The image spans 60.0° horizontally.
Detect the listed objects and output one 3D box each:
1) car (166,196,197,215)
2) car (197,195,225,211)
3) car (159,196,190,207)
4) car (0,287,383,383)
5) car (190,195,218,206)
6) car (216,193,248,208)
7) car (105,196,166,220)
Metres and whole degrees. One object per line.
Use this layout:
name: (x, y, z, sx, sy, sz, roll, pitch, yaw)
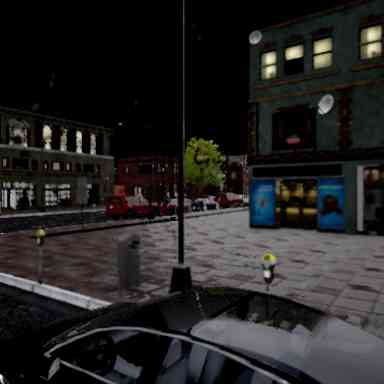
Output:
car: (-1.705, 1.290, 32.084, 1.967, 1.590, 4.097, 1, 1, 34)
car: (1.432, 1.334, 36.657, 2.008, 1.369, 4.403, 1, 1, 34)
car: (-2.347, 1.267, 45.959, 1.947, 1.339, 4.313, 1, 1, 34)
car: (-0.072, 1.577, 2.924, 4.313, 1.339, 1.947, 0, 0, 36)
car: (1.760, 1.190, 47.337, 1.812, 1.442, 4.674, 0, 1, 35)
car: (4.571, 1.032, 41.222, 2.192, 1.841, 5.009, 1, 1, 34)
car: (-4.841, 1.231, 27.513, 2.192, 1.841, 5.009, 1, 1, 34)
